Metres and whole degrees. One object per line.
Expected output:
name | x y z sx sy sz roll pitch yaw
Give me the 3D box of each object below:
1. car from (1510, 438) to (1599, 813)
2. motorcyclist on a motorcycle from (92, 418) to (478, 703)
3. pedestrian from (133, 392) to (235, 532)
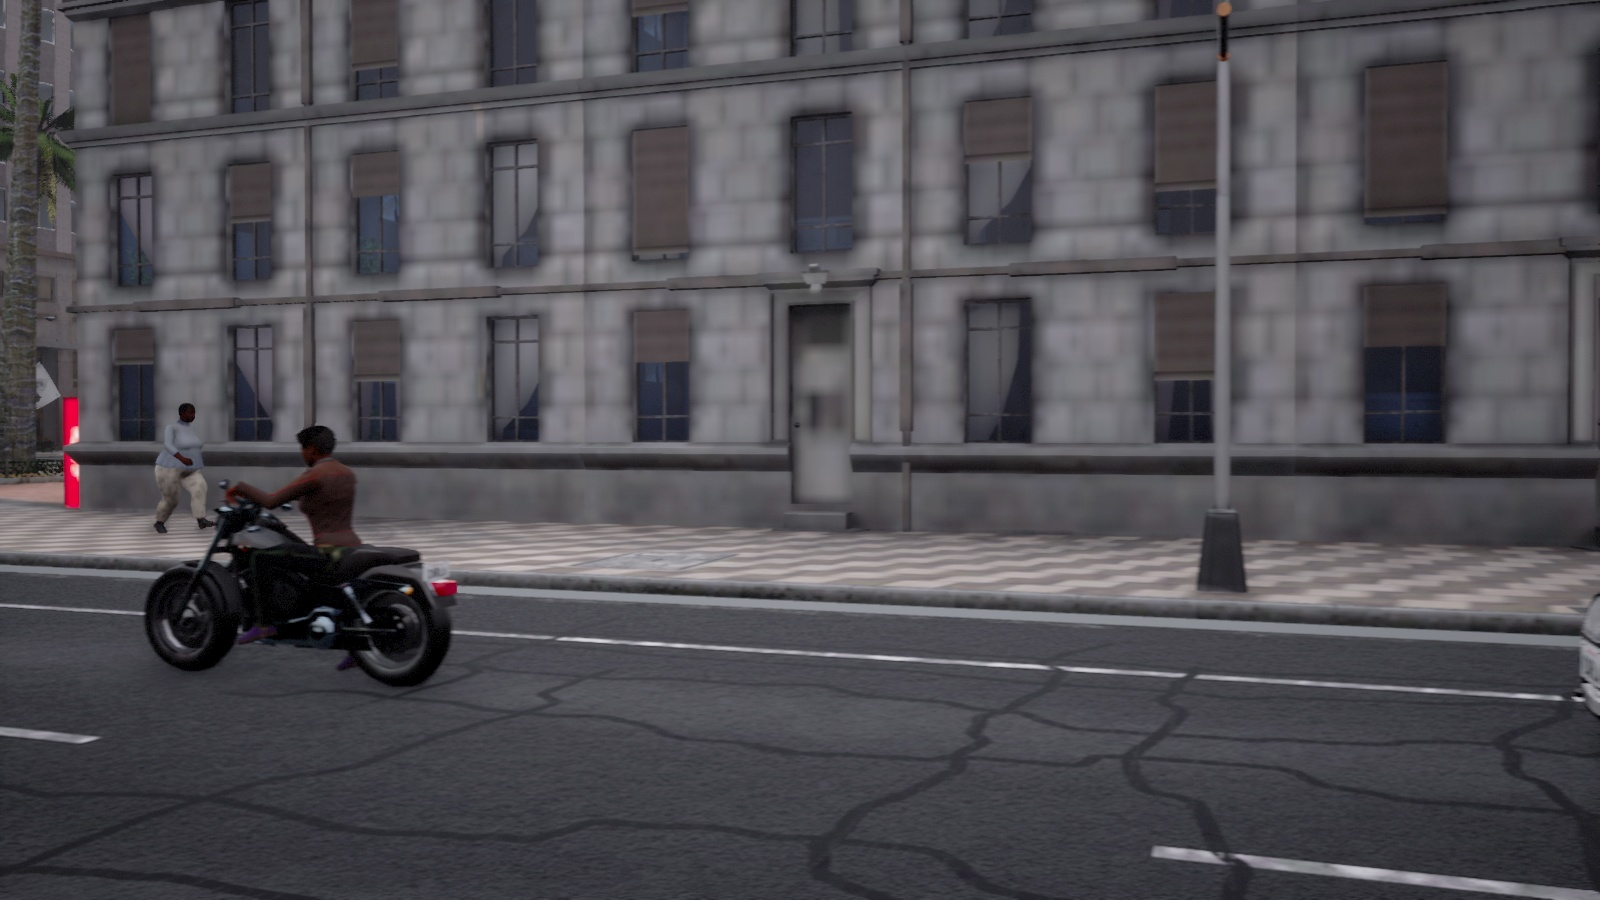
car | 5.794 0.731 4.943 4.902 1.511 2.128 1 1 19
motorcyclist on a motorcycle | -3.281 0.626 7.996 2.350 1.649 0.766 0 1 19
pedestrian | -8.477 0.151 17.296 0.900 1.855 0.874 1 1 21
